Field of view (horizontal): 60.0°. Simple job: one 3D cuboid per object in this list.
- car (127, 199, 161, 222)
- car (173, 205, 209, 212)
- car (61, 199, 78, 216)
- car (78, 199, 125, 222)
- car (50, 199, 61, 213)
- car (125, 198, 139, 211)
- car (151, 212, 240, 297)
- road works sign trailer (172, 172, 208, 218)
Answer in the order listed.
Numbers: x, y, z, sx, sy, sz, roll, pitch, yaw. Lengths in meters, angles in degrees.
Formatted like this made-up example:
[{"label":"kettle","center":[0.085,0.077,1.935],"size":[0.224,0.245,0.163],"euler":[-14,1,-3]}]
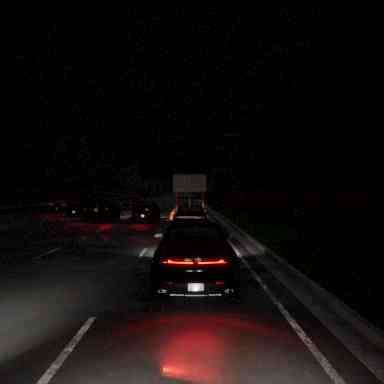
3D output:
[{"label":"car","center":[-3.580,1.502,26.425],"size":[1.837,1.490,4.892],"euler":[0,-1,0]},{"label":"car","center":[-0.045,1.488,18.930],"size":[2.128,1.511,4.902],"euler":[0,0,1]},{"label":"car","center":[-10.626,1.506,32.200],"size":[1.837,1.490,4.892],"euler":[0,0,0]},{"label":"car","center":[-7.082,1.354,26.547],"size":[2.097,1.767,4.553],"euler":[0,0,0]},{"label":"car","center":[-14.167,1.526,37.028],"size":[1.812,1.442,4.674],"euler":[0,0,-1]},{"label":"car","center":[-7.198,1.491,41.179],"size":[2.128,1.511,4.902],"euler":[0,0,0]},{"label":"car","center":[0.055,1.505,8.544],"size":[1.837,1.490,4.892],"euler":[0,0,0]},{"label":"road works sign trailer","center":[-0.167,0.464,22.800],"size":[2.380,3.560,2.880],"euler":[0,0,-3]}]
